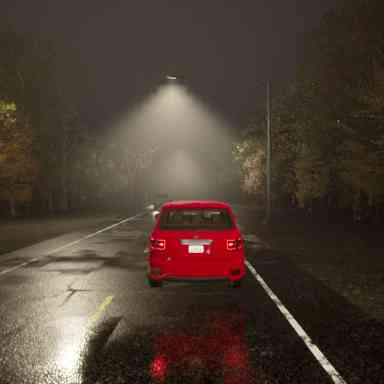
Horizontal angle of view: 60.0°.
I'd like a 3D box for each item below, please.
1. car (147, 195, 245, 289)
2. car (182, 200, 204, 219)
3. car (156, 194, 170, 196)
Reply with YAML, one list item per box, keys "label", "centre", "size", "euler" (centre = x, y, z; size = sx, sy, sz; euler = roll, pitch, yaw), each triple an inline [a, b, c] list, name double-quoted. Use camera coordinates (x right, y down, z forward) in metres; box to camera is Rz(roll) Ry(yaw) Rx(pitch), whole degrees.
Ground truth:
- label: "car"
  centre: [0.092, 1.228, 9.329]
  size: [2.150, 2.045, 5.566]
  euler: [0, 0, 0]
- label: "car"
  centre: [0.089, 1.542, 29.776]
  size: [1.812, 1.442, 4.674]
  euler: [0, 0, 0]
- label: "car"
  centre: [-3.597, 1.246, 41.768]
  size: [2.150, 2.045, 5.566]
  euler: [0, 0, 0]
